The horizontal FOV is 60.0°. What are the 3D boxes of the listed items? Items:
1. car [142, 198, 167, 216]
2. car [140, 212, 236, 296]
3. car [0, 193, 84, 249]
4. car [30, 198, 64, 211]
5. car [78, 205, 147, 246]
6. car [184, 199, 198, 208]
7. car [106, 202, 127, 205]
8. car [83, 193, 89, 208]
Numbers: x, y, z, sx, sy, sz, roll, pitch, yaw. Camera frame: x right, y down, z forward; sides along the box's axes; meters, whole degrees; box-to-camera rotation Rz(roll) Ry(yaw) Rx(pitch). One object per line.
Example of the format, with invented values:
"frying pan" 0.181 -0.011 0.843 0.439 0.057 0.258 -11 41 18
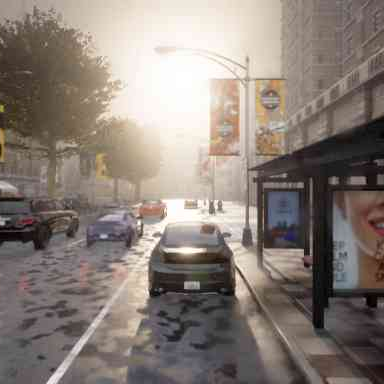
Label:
"car" -3.393 1.350 29.818 2.097 1.767 4.553 0 0 0
"car" 0.000 1.504 8.650 1.837 1.490 4.892 0 0 0
"car" -6.894 1.216 14.747 2.150 2.045 5.566 0 0 0
"car" -18.396 1.547 42.486 2.033 1.411 5.357 0 0 0
"car" -3.390 1.526 15.129 1.812 1.442 4.674 0 0 0
"car" -0.146 1.595 47.903 1.895 1.301 4.718 0 0 0
"car" -6.892 1.564 30.011 1.994 1.385 4.181 0 0 0
"car" -14.897 1.206 42.421 2.150 2.045 5.566 0 0 0
